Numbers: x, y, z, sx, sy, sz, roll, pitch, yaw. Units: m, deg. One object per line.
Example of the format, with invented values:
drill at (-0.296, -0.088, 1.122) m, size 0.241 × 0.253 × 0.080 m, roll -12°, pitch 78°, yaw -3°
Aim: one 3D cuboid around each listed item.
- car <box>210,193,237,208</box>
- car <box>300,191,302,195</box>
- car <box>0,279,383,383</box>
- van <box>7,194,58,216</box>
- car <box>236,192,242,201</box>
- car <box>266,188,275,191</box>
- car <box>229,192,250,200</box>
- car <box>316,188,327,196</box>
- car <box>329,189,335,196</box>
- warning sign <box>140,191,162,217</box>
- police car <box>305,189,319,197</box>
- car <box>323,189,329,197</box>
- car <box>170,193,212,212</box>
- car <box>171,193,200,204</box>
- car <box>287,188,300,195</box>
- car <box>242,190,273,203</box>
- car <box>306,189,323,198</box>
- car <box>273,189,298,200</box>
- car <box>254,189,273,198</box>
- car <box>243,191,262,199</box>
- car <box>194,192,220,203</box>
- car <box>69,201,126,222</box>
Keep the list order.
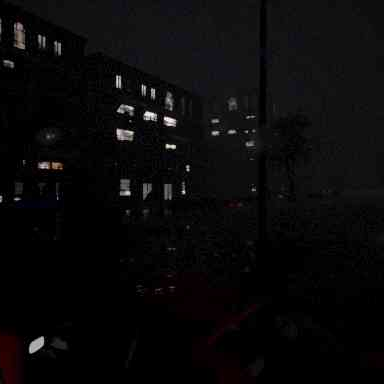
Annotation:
car at (2.863, 1.051, 37.459) m, size 2.008 × 1.369 × 4.403 m, roll 2°, pitch 2°, yaw 35°
car at (27.781, 0.115, 87.963) m, size 1.887 × 1.381 × 4.507 m, roll 2°, pitch 2°, yaw 35°
car at (-0.316, 1.544, 3.095) m, size 4.507 × 1.381 × 1.887 m, roll 0°, pitch 0°, yaw 36°
van at (-13.553, 1.035, 28.523) m, size 1.690 × 1.788 × 3.998 m, roll 2°, pitch 2°, yaw 35°
car at (7.563, 0.816, 48.861) m, size 1.812 × 1.442 × 4.674 m, roll 1°, pitch 1°, yaw 35°
car at (13.187, 0.357, 57.029) m, size 2.150 × 2.045 × 5.566 m, roll 1°, pitch 1°, yaw 35°
car at (8.703, 0.650, 60.533) m, size 1.947 × 1.339 × 4.313 m, roll 2°, pitch 2°, yaw 35°
car at (33.119, -0.033, 84.768) m, size 2.097 × 1.767 × 4.553 m, roll 0°, pitch 1°, yaw 28°
car at (34.662, 0.080, 83.176) m, size 1.967 × 1.590 × 4.097 m, roll 2°, pitch 2°, yaw 35°
warning sign at (-3.057, 0.851, 24.823) m, size 1.300 × 1.860 × 1.060 m, roll -1°, pitch 0°, yaw 35°
police car at (27.663, 0.191, 76.647) m, size 1.930 × 1.638 × 5.238 m, roll 0°, pitch 1°, yaw 32°
car at (28.301, 0.361, 74.034) m, size 2.008 × 1.369 × 4.403 m, roll 2°, pitch 2°, yaw 35°
car at (-0.317, 1.132, 32.887) m, size 1.887 × 1.381 × 4.507 m, roll 2°, pitch 2°, yaw 35°
car at (-0.836, 0.910, 46.816) m, size 1.947 × 1.339 × 4.313 m, roll 2°, pitch 2°, yaw 35°
car at (24.604, -0.029, 83.385) m, size 2.192 × 1.841 × 5.009 m, roll 2°, pitch 2°, yaw 35°
car at (9.223, 0.877, 46.603) m, size 2.008 × 1.369 × 4.403 m, roll 2°, pitch 2°, yaw 35°
car at (25.122, 0.446, 69.464) m, size 2.008 × 1.369 × 4.403 m, roll 2°, pitch 2°, yaw 35°
car at (15.680, 0.676, 55.886) m, size 1.752 × 1.417 × 4.829 m, roll 2°, pitch 2°, yaw 35°
car at (15.066, 0.227, 69.670) m, size 2.192 × 1.841 × 5.009 m, roll 2°, pitch 2°, yaw 35°
car at (11.786, 0.526, 64.963) m, size 1.752 × 1.417 × 4.829 m, roll 2°, pitch 2°, yaw 35°
car at (2.343, 0.808, 51.388) m, size 2.008 × 1.369 × 4.403 m, roll 2°, pitch 2°, yaw 35°
car at (-6.676, 1.329, 23.745) m, size 1.947 × 1.339 × 4.313 m, roll 2°, pitch 2°, yaw 35°
